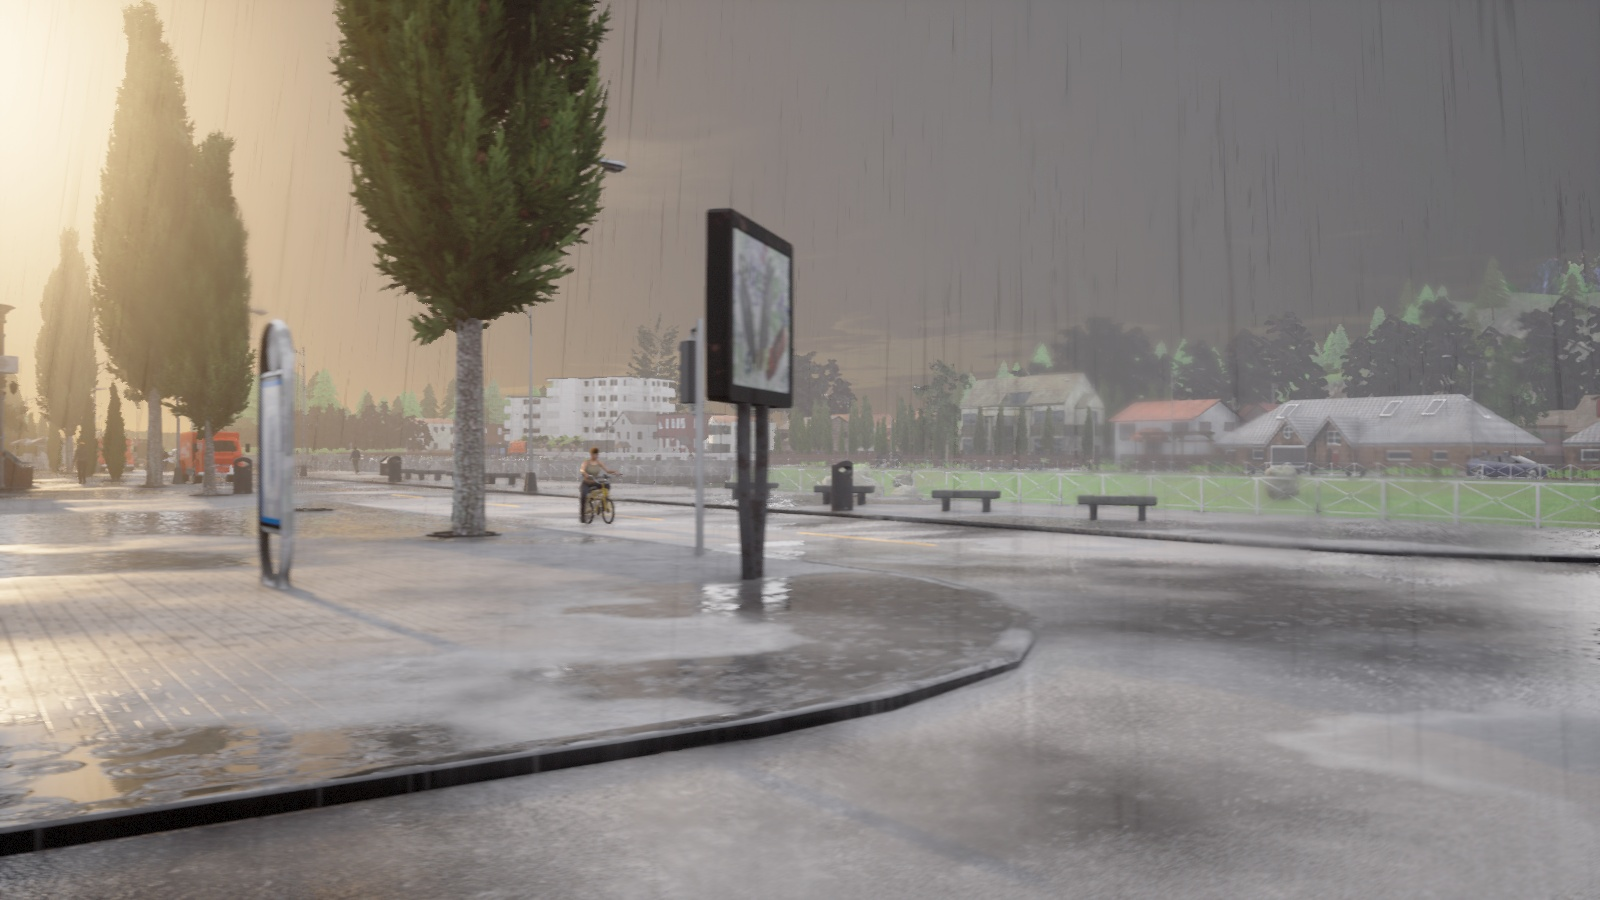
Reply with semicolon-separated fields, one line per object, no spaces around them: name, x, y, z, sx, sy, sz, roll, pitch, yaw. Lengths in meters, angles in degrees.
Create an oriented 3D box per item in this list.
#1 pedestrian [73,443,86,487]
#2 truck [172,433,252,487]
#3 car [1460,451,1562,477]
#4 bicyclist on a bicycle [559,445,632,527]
pedestrian;-30.640;0.647;53.411;0.331;1.846;0.634;0;0;-18
truck;-28.316;0.464;60.411;2.627;2.467;5.204;0;0;-35
car;41.999;0.828;74.314;2.163;1.488;4.792;0;0;-35
bicyclist on a bicycle;-4.208;0.749;25.780;0.866;1.612;1.509;0;-3;-35
